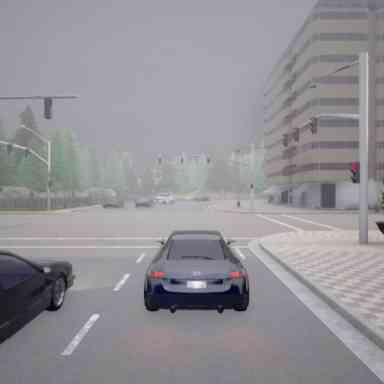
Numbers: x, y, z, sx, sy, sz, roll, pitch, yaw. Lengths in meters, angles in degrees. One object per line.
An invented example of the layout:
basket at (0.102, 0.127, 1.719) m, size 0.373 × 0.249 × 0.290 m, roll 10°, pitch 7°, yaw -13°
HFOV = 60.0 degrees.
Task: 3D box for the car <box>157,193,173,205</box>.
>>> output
car at (-5.133, 1.210, 59.245) m, size 2.150 × 2.045 × 5.566 m, roll 0°, pitch 1°, yaw 18°

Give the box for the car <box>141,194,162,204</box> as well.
car at (-7.579, 1.345, 62.661) m, size 2.097 × 1.767 × 4.553 m, roll 0°, pitch 0°, yaw 20°

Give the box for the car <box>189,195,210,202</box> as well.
car at (2.072, 1.348, 73.127) m, size 2.097 × 1.767 × 4.553 m, roll 0°, pitch 0°, yaw 38°

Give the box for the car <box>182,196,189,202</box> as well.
car at (-0.284, 1.517, 75.770) m, size 1.812 × 1.442 × 4.674 m, roll 0°, pitch 0°, yaw 38°

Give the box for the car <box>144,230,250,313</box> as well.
car at (0.090, 1.563, 7.729) m, size 1.994 × 1.385 × 4.181 m, roll 0°, pitch 0°, yaw 0°

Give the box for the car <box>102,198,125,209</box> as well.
car at (-10.440, 1.543, 44.685) m, size 2.033 × 1.411 × 5.357 m, roll 0°, pitch 0°, yaw 2°

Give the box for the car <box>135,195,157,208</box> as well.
car at (-6.778, 1.473, 47.586) m, size 1.882 × 1.535 × 5.008 m, roll 0°, pitch 0°, yaw 3°

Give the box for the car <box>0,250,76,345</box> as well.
car at (-3.428, 1.547, 4.694) m, size 2.033 × 1.411 × 5.357 m, roll 0°, pitch 0°, yaw 0°
